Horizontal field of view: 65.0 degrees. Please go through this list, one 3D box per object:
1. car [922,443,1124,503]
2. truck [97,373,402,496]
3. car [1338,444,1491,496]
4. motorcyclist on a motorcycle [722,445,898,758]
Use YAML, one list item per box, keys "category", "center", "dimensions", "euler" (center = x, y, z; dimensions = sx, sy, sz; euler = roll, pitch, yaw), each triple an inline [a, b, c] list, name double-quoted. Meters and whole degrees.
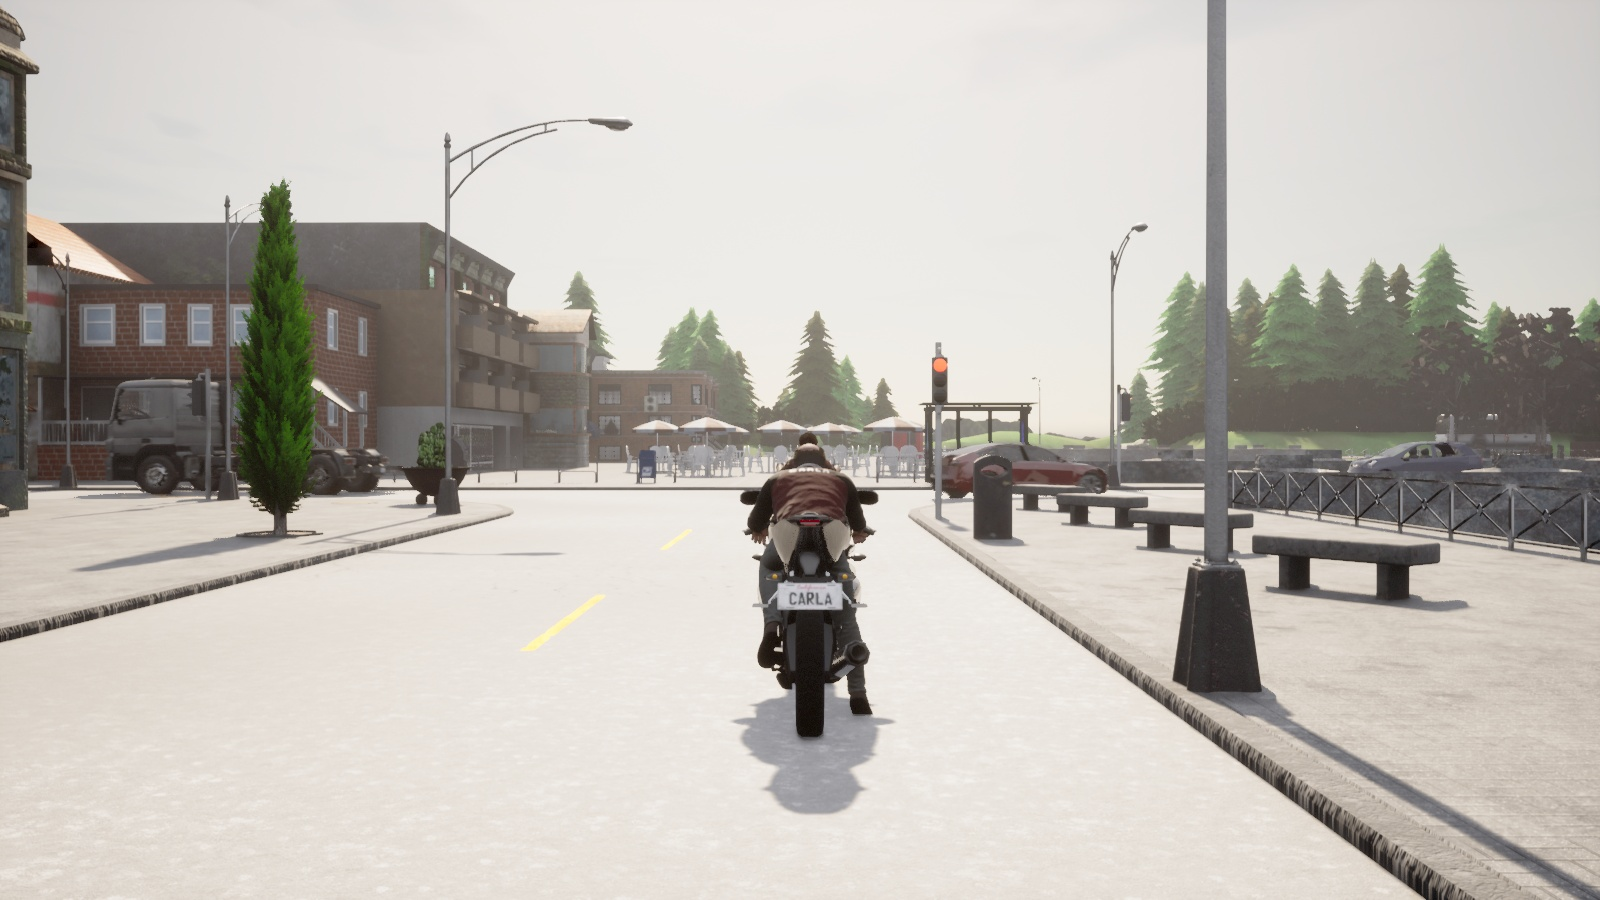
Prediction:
- category: "car"
  center: [5.846, 0.561, 33.071]
  dimensions: [4.792, 1.488, 2.163]
  euler: [0, 0, -19]
- category: "truck"
  center: [-16.220, -0.462, 37.285]
  dimensions: [7.936, 3.462, 2.891]
  euler: [0, 0, 7]
- category: "car"
  center: [18.137, 0.562, 37.195]
  dimensions: [3.633, 1.501, 1.845]
  euler: [0, 0, 0]
- category: "motorcyclist on a motorcycle"
  center: [0.054, 0.740, 7.268]
  dimensions: [0.866, 1.530, 2.191]
  euler: [0, 0, 0]
